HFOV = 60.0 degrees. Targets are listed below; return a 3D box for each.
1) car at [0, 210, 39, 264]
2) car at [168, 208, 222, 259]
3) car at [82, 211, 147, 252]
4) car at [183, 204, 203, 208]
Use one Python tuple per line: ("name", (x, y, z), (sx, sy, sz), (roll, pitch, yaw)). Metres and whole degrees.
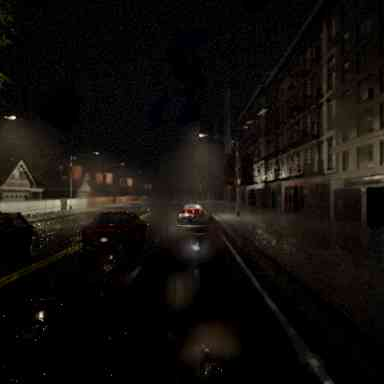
("car", (-6.598, 1.419, 10.116), (2.097, 1.767, 4.553), (0, 0, 0))
("car", (0.102, 1.577, 12.996), (2.128, 1.511, 4.902), (0, 0, 0))
("car", (-3.148, 1.572, 14.355), (1.882, 1.535, 5.008), (0, 0, 0))
("car", (0.106, 1.791, 31.023), (1.895, 1.301, 4.718), (0, 0, 0))
